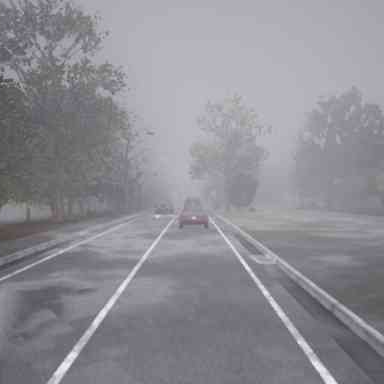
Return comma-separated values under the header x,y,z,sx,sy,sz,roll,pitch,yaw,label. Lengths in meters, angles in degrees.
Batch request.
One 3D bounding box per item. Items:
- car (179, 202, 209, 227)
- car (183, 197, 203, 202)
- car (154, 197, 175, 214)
x,y,z,sx,sy,sz,roll,pitch,yaw,label
0.110,1.638,23.121,1.994,1.385,4.181,0,-1,0,car
0.116,1.630,40.362,2.150,2.045,5.566,0,-1,0,car
-3.329,1.649,41.251,2.150,2.045,5.566,0,-1,0,car
